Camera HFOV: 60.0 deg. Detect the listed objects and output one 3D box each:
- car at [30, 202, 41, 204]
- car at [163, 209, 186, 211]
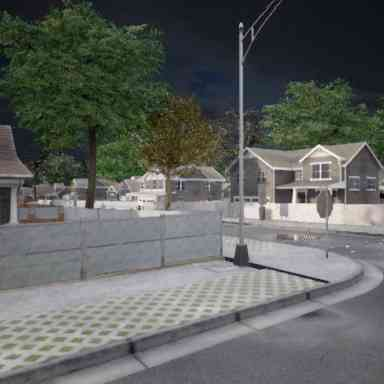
[{"bbox_3d":[-30.939,2.633,65.684,1.812,1.442,4.674,0,-1,-36],"label":"car"},{"bbox_3d":[-1.076,1.936,24.612,1.895,1.301,4.718,0,-1,-36],"label":"car"}]
